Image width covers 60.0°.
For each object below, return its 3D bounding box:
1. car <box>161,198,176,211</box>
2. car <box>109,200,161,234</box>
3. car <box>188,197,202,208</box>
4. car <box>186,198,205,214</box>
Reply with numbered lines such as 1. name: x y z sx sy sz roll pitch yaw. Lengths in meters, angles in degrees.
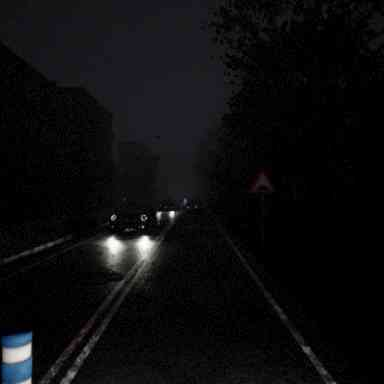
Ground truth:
1. car: -2.913 1.445 39.528 1.837 1.490 4.892 0 0 1
2. car: -3.227 1.317 18.958 2.097 1.767 4.553 0 0 1
3. car: 0.417 1.472 47.080 1.895 1.301 4.718 0 0 1
4. car: 0.383 1.473 33.933 2.033 1.411 5.357 0 0 1
